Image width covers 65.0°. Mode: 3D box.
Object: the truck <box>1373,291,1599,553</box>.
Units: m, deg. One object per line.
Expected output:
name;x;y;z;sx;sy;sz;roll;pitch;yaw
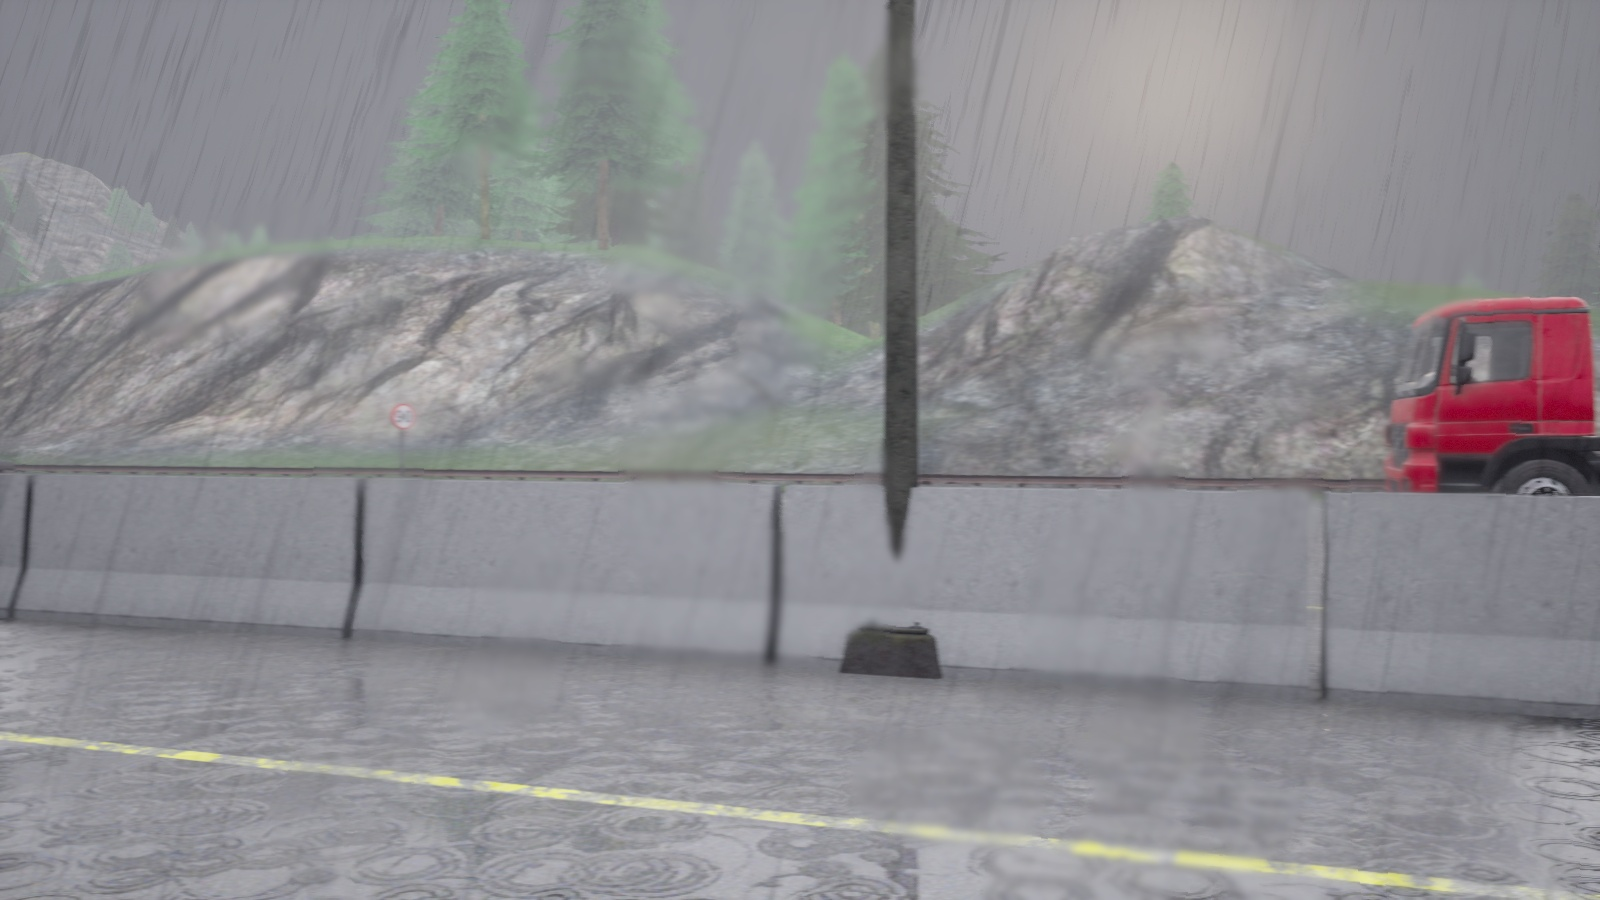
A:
truck;12.485;-0.370;17.442;7.936;3.462;2.891;1;1;18

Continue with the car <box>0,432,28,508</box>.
car;-17.611;0.347;23.889;5.357;1.411;2.033;1;1;19
